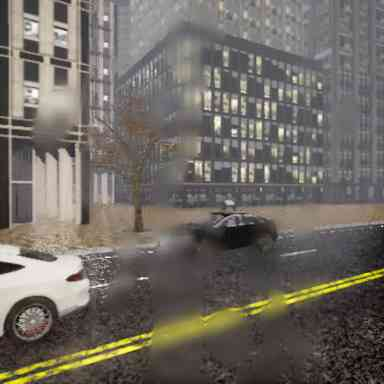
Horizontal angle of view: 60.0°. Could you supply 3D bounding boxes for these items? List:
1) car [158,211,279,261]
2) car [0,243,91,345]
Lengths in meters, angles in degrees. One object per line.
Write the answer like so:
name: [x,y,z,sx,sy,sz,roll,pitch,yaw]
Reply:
car: [1.113,1.490,12.354,4.902,1.511,2.128,0,0,-34]
car: [-3.904,1.531,4.875,4.674,1.442,1.812,0,0,-35]
